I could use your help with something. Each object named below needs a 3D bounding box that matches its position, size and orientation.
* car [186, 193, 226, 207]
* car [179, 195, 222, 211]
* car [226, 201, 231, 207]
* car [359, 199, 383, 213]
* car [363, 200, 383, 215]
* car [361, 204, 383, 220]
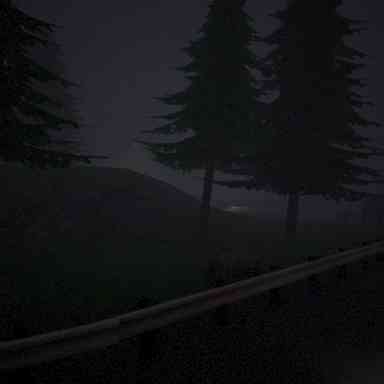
[{"bbox_3d":[1.402,1.175,46.731,5.566,2.045,2.150,1,1,36],"label":"car"},{"bbox_3d":[1.003,1.494,42.703,4.674,1.442,1.812,0,0,36],"label":"car"},{"bbox_3d":[3.687,1.524,49.398,4.181,1.385,1.994,0,0,36],"label":"car"},{"bbox_3d":[21.532,1.551,36.573,5.357,1.411,2.033,0,0,36],"label":"car"},{"bbox_3d":[19.720,1.568,33.567,4.181,1.385,1.994,0,0,36],"label":"car"},{"bbox_3d":[16.867,1.231,26.982,5.566,2.045,2.150,0,0,36],"label":"car"}]
